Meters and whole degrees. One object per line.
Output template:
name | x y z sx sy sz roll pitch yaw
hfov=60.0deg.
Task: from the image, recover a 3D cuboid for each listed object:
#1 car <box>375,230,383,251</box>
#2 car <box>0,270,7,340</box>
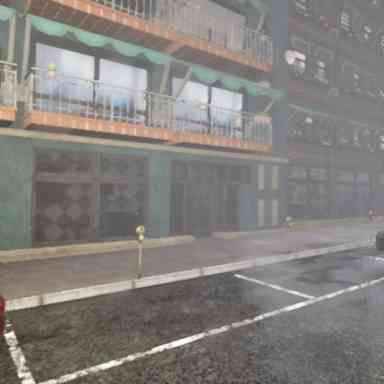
car | 8.859 1.586 12.857 4.313 1.339 1.947 0 1 -35
car | -4.635 1.314 3.241 5.009 1.841 2.192 0 1 -35
